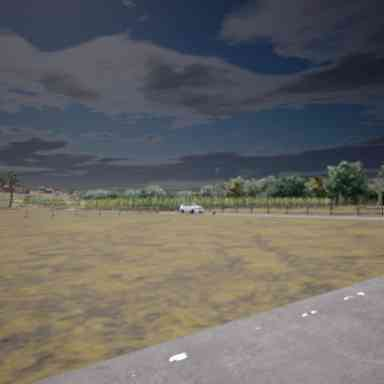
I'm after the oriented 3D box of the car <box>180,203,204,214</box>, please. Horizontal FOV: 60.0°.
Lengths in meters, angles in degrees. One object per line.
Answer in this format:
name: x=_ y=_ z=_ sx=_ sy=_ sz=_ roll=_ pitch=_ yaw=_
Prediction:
car: x=-0.053 y=3.074 z=63.222 sx=2.150 sy=2.045 sz=5.566 roll=1 pitch=-3 yaw=-35
